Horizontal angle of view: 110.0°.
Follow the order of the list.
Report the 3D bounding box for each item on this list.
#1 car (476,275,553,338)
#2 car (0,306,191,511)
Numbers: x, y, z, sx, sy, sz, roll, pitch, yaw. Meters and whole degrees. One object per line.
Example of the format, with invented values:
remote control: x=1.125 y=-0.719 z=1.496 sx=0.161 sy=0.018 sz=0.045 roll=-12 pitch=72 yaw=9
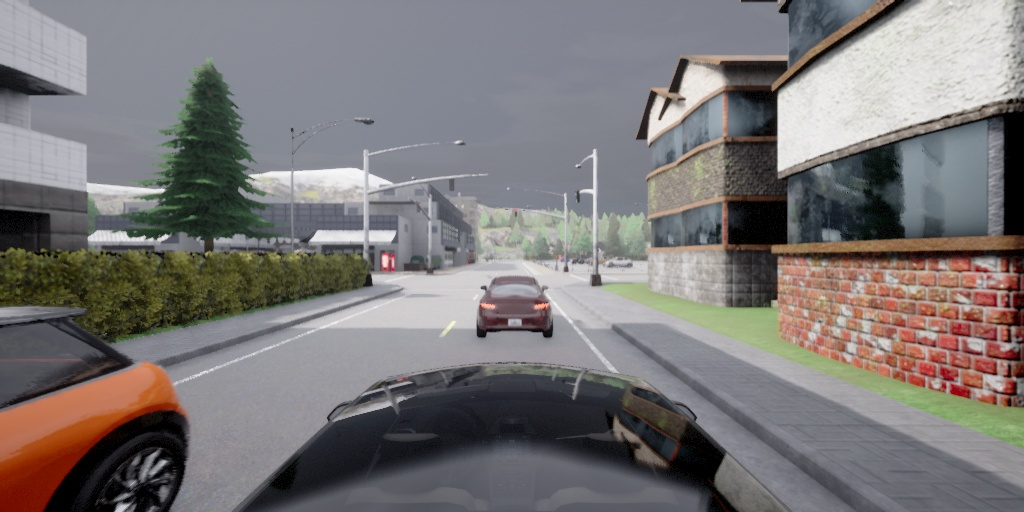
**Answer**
car: x=0.071 y=1.261 z=10.002 sx=1.812 sy=1.442 sz=4.674 roll=0 pitch=0 yaw=0
car: x=-3.598 y=1.104 z=0.867 sx=2.097 sy=1.767 sz=4.553 roll=0 pitch=0 yaw=0
